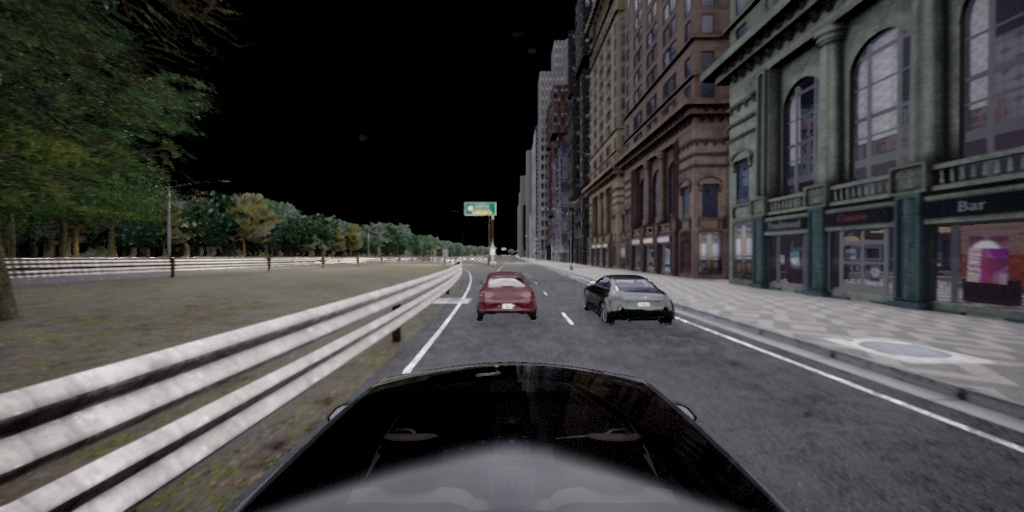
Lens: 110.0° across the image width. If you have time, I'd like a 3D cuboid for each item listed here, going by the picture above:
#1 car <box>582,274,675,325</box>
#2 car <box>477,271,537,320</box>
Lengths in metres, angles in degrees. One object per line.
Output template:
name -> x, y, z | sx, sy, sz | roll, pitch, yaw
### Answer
car -> 3.598, 1.290, 11.782 | 1.994, 1.385, 4.181 | 0, 0, 0
car -> -0.226, 1.248, 12.386 | 1.812, 1.442, 4.674 | 0, 0, -2
